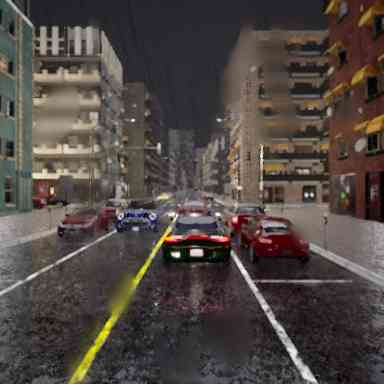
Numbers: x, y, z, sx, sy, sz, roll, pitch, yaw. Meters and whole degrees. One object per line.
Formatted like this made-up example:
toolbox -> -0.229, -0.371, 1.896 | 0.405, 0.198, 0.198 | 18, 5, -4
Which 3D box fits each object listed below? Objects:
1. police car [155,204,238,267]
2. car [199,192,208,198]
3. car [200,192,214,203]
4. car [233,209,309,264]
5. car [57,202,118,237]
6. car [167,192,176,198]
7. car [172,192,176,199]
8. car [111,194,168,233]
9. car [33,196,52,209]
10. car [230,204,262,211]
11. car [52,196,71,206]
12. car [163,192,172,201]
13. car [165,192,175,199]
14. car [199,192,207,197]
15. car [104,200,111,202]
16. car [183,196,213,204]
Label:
police car -> 0.137, 1.396, 11.156 | 2.038, 1.542, 4.974 | 0, 0, 0
car -> 2.861, 0.739, 83.171 | 1.887, 1.381, 4.507 | 1, 1, 0
car -> 2.763, 1.021, 54.818 | 2.008, 1.369, 4.403 | 1, 1, 0
car -> 2.613, 1.474, 11.173 | 1.802, 1.307, 4.206 | 1, 1, 0
car -> -5.253, 1.419, 16.726 | 1.802, 1.307, 4.206 | 1, 1, 0
car -> -5.020, 0.738, 83.168 | 1.887, 1.381, 4.507 | 1, 1, 0
car -> -5.059, 0.831, 71.657 | 1.752, 1.417, 4.829 | 1, 1, 0
car -> -2.698, 1.174, 18.266 | 2.097, 1.767, 4.553 | 0, 1, 0
car -> -17.445, 0.905, 33.825 | 5.009, 1.841, 2.192 | 0, 0, 0
car -> 2.633, 1.279, 16.720 | 1.967, 1.590, 4.097 | 1, 1, 0
car -> -17.480, 1.177, 41.704 | 4.313, 1.339, 1.947 | 0, 0, 0
car -> -5.098, 0.941, 60.316 | 1.752, 1.417, 4.829 | 1, 1, 0
car -> -5.039, 0.815, 77.498 | 1.947, 1.339, 4.313 | 1, 1, 0
car -> 2.880, 0.690, 88.842 | 2.008, 1.369, 4.403 | 1, 1, 0
car -> -5.236, 1.224, 22.274 | 1.967, 1.590, 4.097 | 1, 1, 0
car -> 0.139, 1.269, 21.616 | 1.882, 1.535, 5.008 | 0, 1, 0
